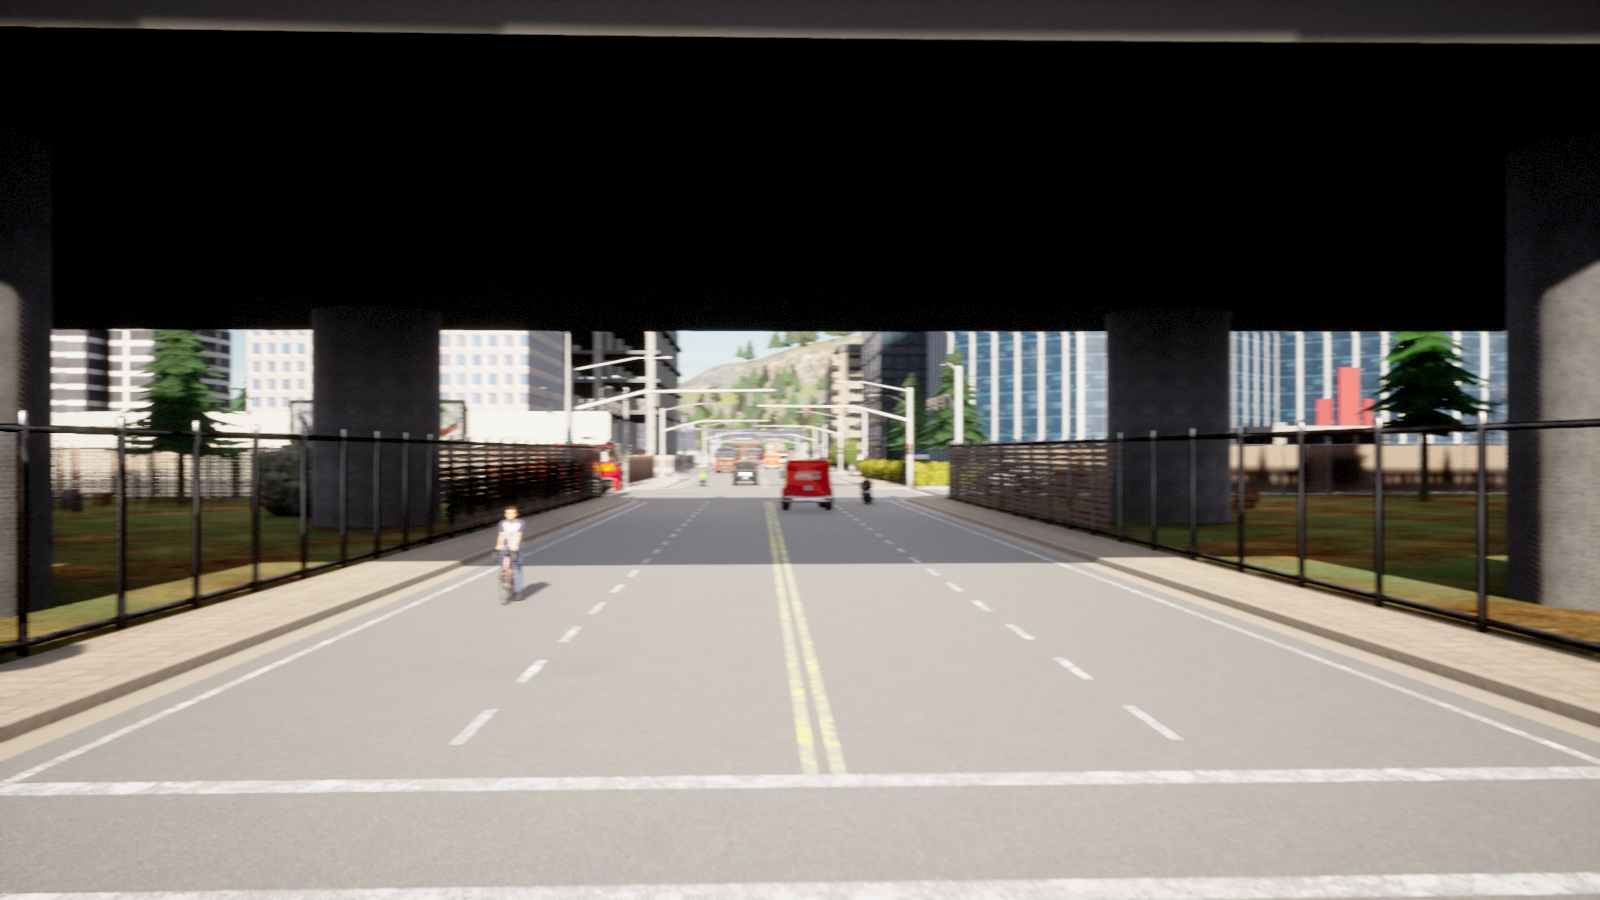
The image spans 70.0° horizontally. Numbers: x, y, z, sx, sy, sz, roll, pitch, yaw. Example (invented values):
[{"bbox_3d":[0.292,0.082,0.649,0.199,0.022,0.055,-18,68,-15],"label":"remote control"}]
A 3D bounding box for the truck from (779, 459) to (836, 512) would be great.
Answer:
[{"bbox_3d":[0.304,1.719,57.240,2.627,2.467,5.204,0,0,-2],"label":"truck"}]

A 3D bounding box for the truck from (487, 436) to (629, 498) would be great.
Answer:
[{"bbox_3d":[-15.297,1.061,72.588,8.468,3.827,2.891,0,0,-2],"label":"truck"}]

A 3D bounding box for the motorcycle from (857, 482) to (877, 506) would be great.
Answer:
[{"bbox_3d":[3.611,2.362,61.818,0.867,1.251,2.209,0,0,-2],"label":"motorcycle"}]

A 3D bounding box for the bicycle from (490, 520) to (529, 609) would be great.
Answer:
[{"bbox_3d":[-5.442,2.124,21.463,0.373,1.496,1.643,0,0,-2],"label":"bicycle"}]
